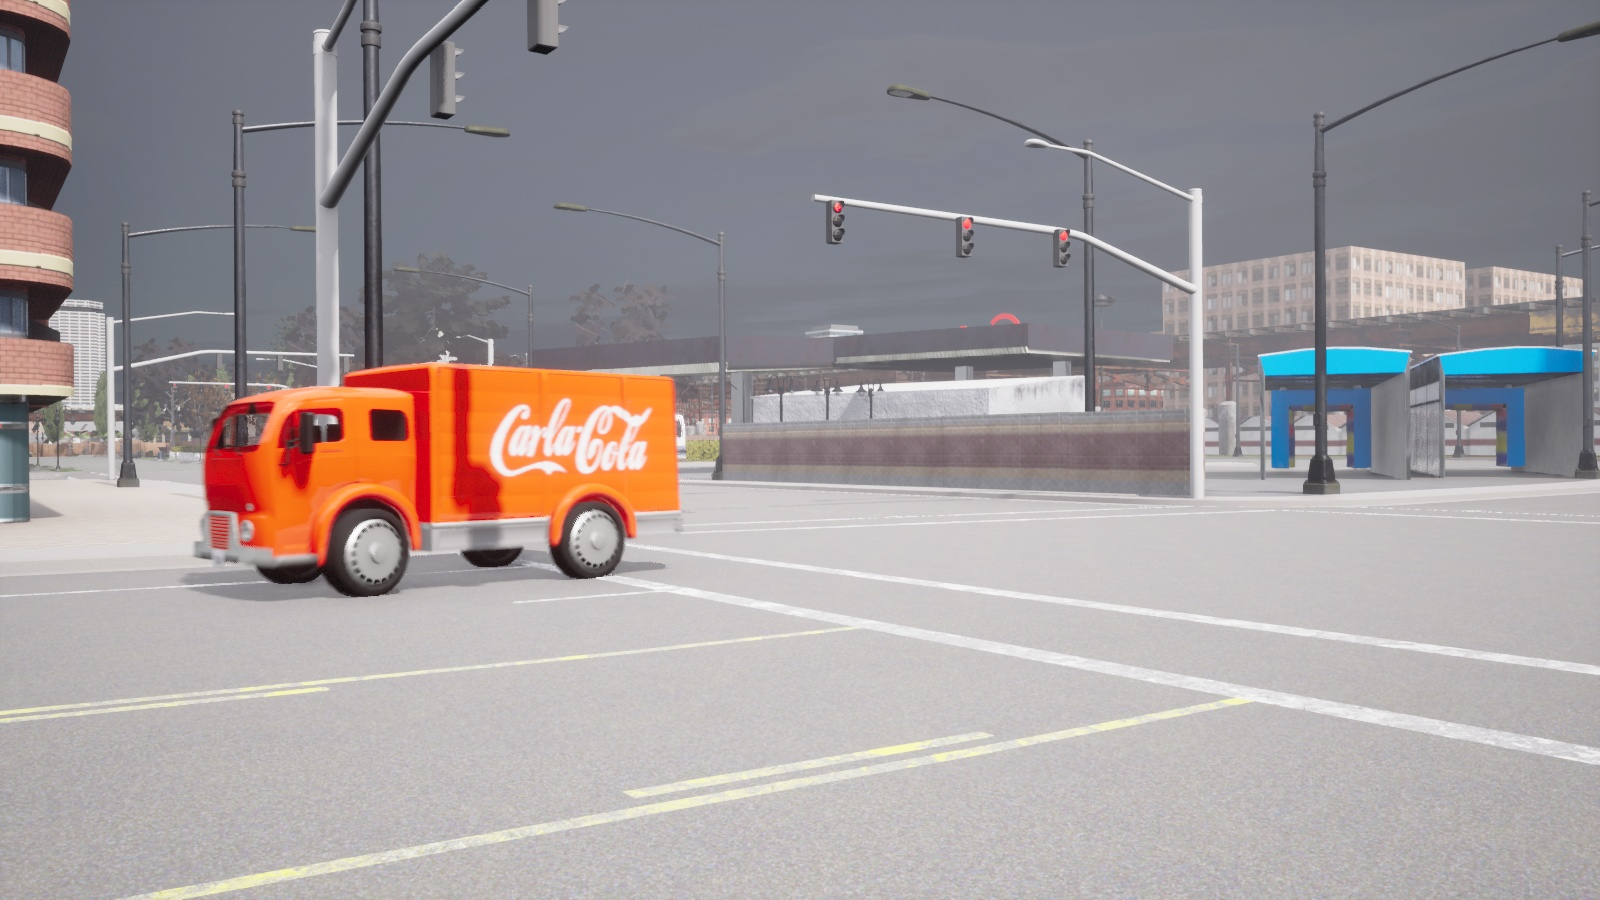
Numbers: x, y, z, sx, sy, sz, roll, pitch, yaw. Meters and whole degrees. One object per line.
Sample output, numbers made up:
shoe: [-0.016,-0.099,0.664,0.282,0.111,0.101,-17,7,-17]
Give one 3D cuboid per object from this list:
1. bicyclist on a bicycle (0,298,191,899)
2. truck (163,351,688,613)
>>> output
bicyclist on a bicycle: [-2.100,0.623,2.117,1.843,1.776,0.659,0,0,-36]
truck: [-4.162,0.300,14.599,2.627,2.467,5.204,-1,0,45]
